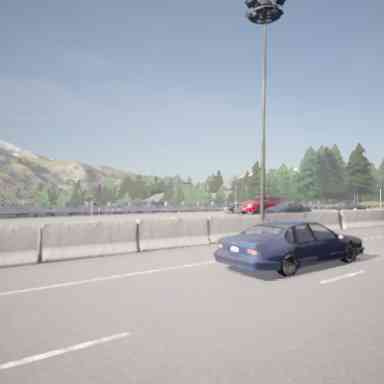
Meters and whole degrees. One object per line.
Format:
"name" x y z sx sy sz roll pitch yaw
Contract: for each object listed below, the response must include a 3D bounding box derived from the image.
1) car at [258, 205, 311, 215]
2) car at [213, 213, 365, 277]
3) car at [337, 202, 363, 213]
"car" 9.275 1.692 32.123 5.357 1.411 2.033 1 0 -36
"car" 3.176 1.574 10.317 5.357 1.411 2.033 0 0 -36
"car" 14.730 1.691 31.711 4.902 1.511 2.128 1 -1 -35
